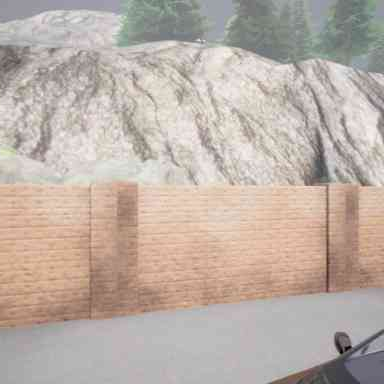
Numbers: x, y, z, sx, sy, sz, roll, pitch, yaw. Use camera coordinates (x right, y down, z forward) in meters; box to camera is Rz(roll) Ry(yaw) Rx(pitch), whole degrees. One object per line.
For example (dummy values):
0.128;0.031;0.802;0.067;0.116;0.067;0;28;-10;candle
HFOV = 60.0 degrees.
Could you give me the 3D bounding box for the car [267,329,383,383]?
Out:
2.148;1.492;1.920;4.902;1.511;2.128;0;0;-18;car
